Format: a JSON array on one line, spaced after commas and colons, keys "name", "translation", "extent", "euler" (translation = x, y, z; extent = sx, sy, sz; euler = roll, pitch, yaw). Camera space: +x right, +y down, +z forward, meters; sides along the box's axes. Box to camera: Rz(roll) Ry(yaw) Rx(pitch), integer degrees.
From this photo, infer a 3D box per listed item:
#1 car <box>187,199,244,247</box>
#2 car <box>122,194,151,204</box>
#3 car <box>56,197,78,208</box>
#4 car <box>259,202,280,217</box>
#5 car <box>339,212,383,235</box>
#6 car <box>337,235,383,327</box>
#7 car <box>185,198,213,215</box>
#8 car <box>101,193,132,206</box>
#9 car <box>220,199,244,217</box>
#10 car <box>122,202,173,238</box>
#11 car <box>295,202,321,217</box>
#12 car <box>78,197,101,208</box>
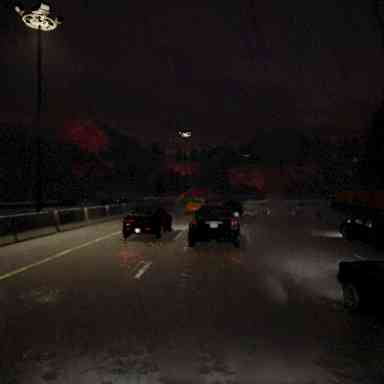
[{"name": "car", "translation": [1.067, 1.346, 15.151], "extent": [2.097, 1.767, 4.553], "euler": [0, 0, 6]}, {"name": "car", "translation": [-7.206, 1.455, 45.775], "extent": [2.128, 1.511, 4.902], "euler": [0, 0, 17]}, {"name": "car", "translation": [-17.513, 1.433, 47.937], "extent": [2.128, 1.511, 4.902], "euler": [0, 0, 16]}, {"name": "car", "translation": [7.281, 1.599, 31.422], "extent": [1.895, 1.301, 4.718], "euler": [0, 0, 13]}, {"name": "car", "translation": [7.906, 1.555, 13.872], "extent": [2.033, 1.411, 5.357], "euler": [0, 0, 6]}, {"name": "car", "translation": [3.774, 1.606, 4.580], "extent": [1.895, 1.301, 4.718], "euler": [0, 0, 2]}, {"name": "car", "translation": [0.814, 1.462, 34.391], "extent": [1.882, 1.535, 5.008], "euler": [0, 0, 13]}, {"name": "car", "translation": [-10.234, 1.181, 47.932], "extent": [2.150, 2.045, 5.566], "euler": [0, 0, 17]}, {"name": "car", "translation": [4.077, 1.496, 32.983], "extent": [1.837, 1.490, 4.892], "euler": [0, 0, 13]}, {"name": "car", "translation": [-2.195, 1.492, 17.496], "extent": [1.837, 1.490, 4.892], "euler": [0, 0, 7]}, {"name": "car", "translation": [10.878, 1.605, 31.455], "extent": [1.895, 1.301, 4.718], "euler": [0, 0, 13]}, {"name": "car", "translation": [-13.860, 1.453, 47.951], "extent": [1.837, 1.490, 4.892], "euler": [0, 0, 17]}]
